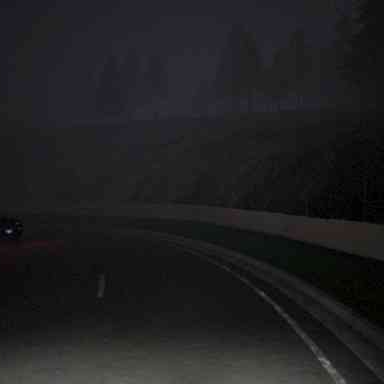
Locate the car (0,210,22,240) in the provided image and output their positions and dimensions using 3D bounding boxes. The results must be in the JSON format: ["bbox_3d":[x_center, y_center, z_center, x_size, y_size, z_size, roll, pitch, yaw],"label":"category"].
[{"bbox_3d":[-9.867,1.514,15.695,4.674,1.442,1.812,0,-1,34],"label":"car"}]
